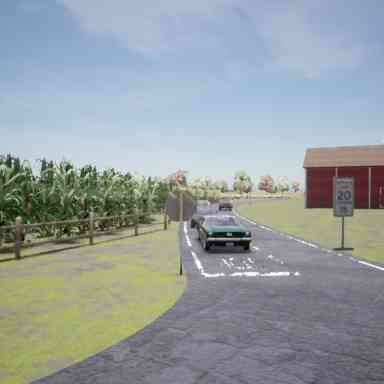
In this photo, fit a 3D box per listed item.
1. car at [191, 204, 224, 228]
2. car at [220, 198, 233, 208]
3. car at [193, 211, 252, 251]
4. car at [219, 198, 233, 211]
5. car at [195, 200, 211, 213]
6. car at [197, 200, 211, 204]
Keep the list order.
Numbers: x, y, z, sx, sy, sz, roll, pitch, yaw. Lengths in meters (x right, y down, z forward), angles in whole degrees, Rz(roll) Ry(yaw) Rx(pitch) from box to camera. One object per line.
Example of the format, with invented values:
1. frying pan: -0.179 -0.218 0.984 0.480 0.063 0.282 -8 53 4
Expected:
1. car: 0.906 1.780 24.040 1.994 1.385 4.181 0 -1 -1
2. car: 6.308 1.914 59.757 2.097 1.767 4.553 0 0 9
3. car: 1.291 1.726 14.980 1.895 1.301 4.718 0 -1 -4
4. car: 4.964 1.981 49.753 1.837 1.490 4.892 0 0 6
5. car: 1.477 1.882 44.140 1.882 1.535 5.008 0 0 5
6. car: 0.945 1.662 33.820 2.097 1.767 4.553 0 -1 2
